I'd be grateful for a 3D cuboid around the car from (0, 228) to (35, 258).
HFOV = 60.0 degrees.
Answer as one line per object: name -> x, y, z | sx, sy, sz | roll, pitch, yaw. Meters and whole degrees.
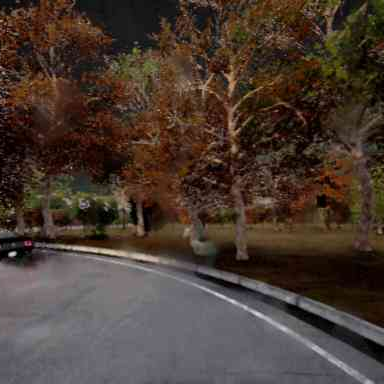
car -> -8.774, 2.123, 13.671 | 4.718, 1.301, 1.895 | -2, -1, 28
